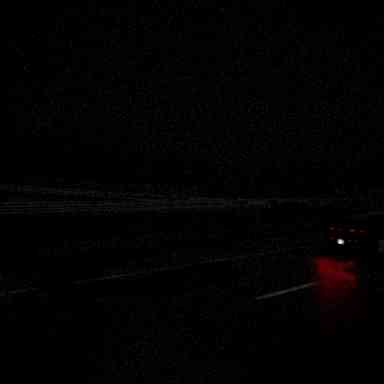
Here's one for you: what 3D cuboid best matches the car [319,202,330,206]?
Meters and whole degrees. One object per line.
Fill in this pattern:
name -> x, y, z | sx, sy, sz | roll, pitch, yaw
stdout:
car -> 16.112, 1.596, 36.987 | 4.718, 1.301, 1.895 | 0, 0, -35

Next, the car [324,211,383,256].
car -> 7.248, 1.507, 13.220 | 4.892, 1.490, 1.837 | 0, 0, -36

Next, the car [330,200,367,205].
car -> 15.889, 1.561, 32.527 | 4.181, 1.385, 1.994 | 0, 0, -35

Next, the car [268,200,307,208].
car -> 10.701, 1.598, 37.427 | 4.718, 1.301, 1.895 | 0, 0, -35
